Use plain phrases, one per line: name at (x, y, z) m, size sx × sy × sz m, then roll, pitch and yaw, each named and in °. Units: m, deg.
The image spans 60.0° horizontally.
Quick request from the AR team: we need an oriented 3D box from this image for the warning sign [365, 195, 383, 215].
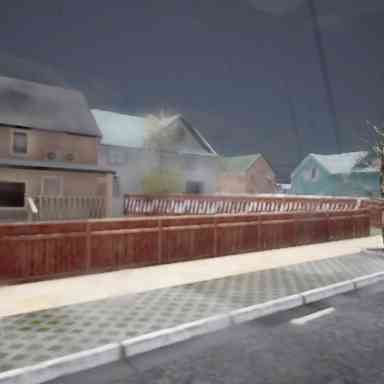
warning sign at (17.134, 1.179, 31.203) m, size 1.300 × 1.860 × 1.060 m, roll 0°, pitch 0°, yaw -36°
